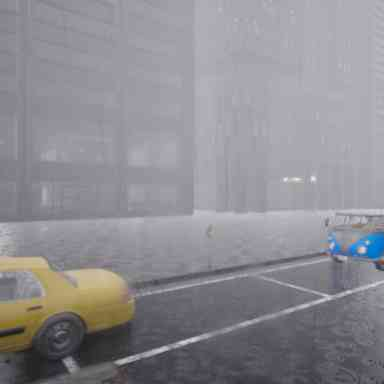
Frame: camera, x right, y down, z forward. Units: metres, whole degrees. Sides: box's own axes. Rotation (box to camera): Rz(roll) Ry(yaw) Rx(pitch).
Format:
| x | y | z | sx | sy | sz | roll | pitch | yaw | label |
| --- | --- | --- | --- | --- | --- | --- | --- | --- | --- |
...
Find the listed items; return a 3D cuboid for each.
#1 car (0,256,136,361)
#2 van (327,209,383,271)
| x | y | z | sx | sy | sz | roll | pitch | yaw | label |
| --- | --- | --- | --- | --- | --- | --- | --- | --- | --- |
| -3.173 | 1.524 | 4.389 | 4.829 | 1.417 | 1.752 | 1 | -1 | -35 | car |
| 6.157 | 1.450 | 11.031 | 3.998 | 1.788 | 1.690 | 1 | -1 | -35 | van |
